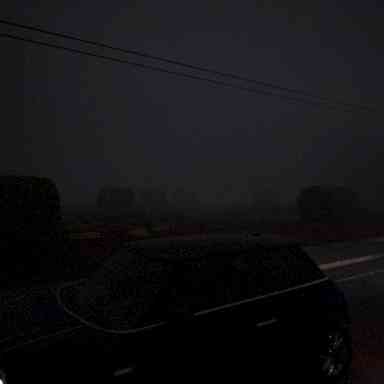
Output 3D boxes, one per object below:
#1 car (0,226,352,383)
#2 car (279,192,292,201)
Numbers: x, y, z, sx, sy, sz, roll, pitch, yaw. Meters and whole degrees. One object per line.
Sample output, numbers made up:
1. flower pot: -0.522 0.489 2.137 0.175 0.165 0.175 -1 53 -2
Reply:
1. car: -0.268 1.352 3.810 4.553 1.767 2.097 0 0 -33
2. car: 19.678 1.116 71.910 3.866 1.878 1.905 -2 5 13
